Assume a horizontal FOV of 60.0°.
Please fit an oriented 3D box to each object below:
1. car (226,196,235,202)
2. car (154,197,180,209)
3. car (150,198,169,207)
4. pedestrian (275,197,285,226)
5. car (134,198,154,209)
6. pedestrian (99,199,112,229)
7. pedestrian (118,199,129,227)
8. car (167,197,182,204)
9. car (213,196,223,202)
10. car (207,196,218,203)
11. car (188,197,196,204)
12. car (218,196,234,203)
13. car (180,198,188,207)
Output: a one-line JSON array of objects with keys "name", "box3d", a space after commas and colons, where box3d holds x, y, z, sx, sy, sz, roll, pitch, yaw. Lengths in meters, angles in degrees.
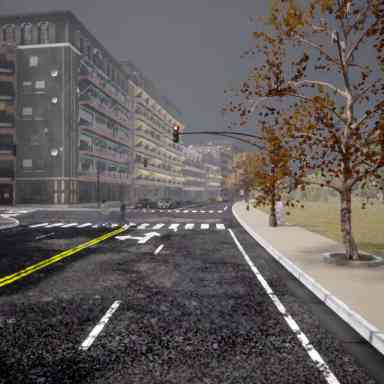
[{"name": "car", "box3d": [10.052, 1.864, 87.570, 1.812, 1.442, 4.674, 0, 0, 13]}, {"name": "car", "box3d": [-3.524, 1.475, 46.970, 2.097, 1.767, 4.553, 0, 0, 7]}, {"name": "car", "box3d": [-5.489, 1.723, 56.951, 2.033, 1.411, 5.357, 0, 0, 8]}, {"name": "pedestrian", "box3d": [5.402, 1.165, 20.350, 0.375, 1.860, 0.375, 0, 0, 3]}, {"name": "car", "box3d": [-6.760, 1.628, 47.288, 1.837, 1.490, 4.892, 0, 0, 7]}, {"name": "pedestrian", "box3d": [-5.308, 1.319, 20.356, 0.375, 1.860, 0.375, 0, 0, 3]}, {"name": "pedestrian", "box3d": [-4.478, 1.321, 21.515, 0.375, 1.860, 0.375, 0, 0, 3]}, {"name": "car", "box3d": [-3.532, 1.793, 69.086, 2.033, 1.411, 5.357, 0, 0, 10]}, {"name": "car", "box3d": [6.784, 1.811, 87.859, 1.882, 1.535, 5.008, 0, 0, 13]}, {"name": "car", "box3d": [4.666, 1.830, 77.716, 2.128, 1.511, 4.902, 0, 0, 11]}, {"name": "car", "box3d": [-0.340, 1.791, 68.524, 2.033, 1.411, 5.357, 0, 0, 10]}, {"name": "car", "box3d": [7.864, 1.844, 77.134, 2.033, 1.411, 5.357, 0, 0, 11]}, {"name": "car", "box3d": [-2.366, 1.772, 55.886, 1.895, 1.301, 4.718, 0, 0, 8]}]
